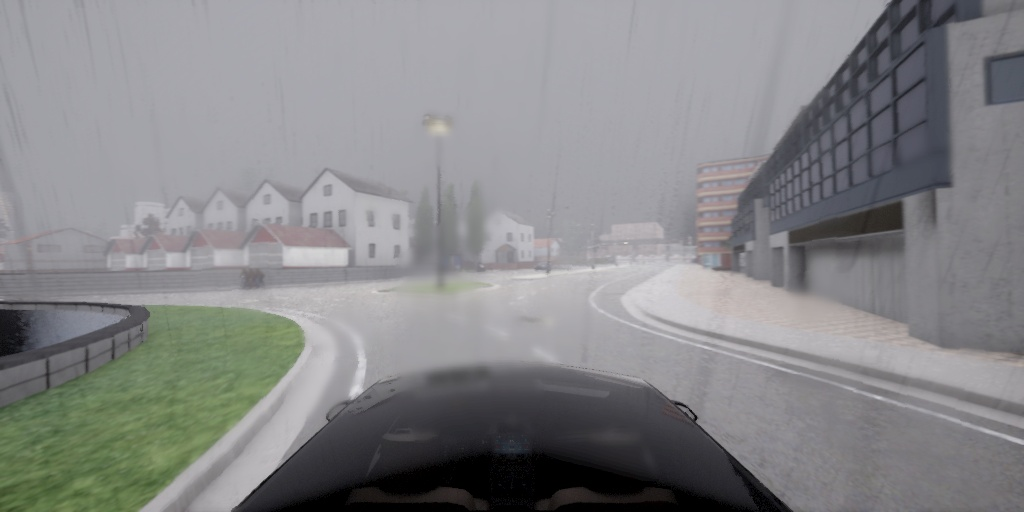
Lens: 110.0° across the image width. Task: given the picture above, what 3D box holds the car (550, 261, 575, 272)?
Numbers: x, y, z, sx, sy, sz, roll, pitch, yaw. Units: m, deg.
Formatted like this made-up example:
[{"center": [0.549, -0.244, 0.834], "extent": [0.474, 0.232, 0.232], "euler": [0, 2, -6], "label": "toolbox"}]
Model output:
[{"center": [8.570, 1.962, 60.997], "extent": [1.895, 1.301, 4.718], "euler": [-1, -1, 27], "label": "car"}]

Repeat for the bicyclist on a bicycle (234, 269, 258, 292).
[{"center": [-19.844, 1.799, 26.789], "extent": [0.582, 1.620, 1.656], "euler": [-1, 0, -2], "label": "bicyclist on a bicycle"}]

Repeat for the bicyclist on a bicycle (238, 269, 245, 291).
[{"center": [-19.344, 1.792, 26.798], "extent": [0.582, 1.620, 1.656], "euler": [-1, 0, 0], "label": "bicyclist on a bicycle"}]

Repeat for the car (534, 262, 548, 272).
[{"center": [5.451, 1.778, 62.593], "extent": [2.097, 1.767, 4.553], "euler": [-1, -1, 27], "label": "car"}]

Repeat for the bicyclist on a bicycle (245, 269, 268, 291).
[{"center": [-18.844, 1.785, 26.797], "extent": [0.582, 1.620, 1.656], "euler": [-1, 0, 1], "label": "bicyclist on a bicycle"}]
